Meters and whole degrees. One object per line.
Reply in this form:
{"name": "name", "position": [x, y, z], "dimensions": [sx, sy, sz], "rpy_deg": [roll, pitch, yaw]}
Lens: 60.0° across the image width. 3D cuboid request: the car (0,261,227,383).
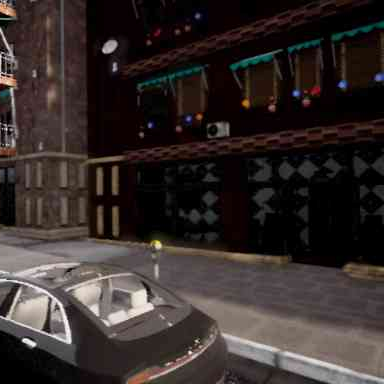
{"name": "car", "position": [-1.695, 1.554, 4.098], "dimensions": [4.403, 1.369, 2.008], "rpy_deg": [0, -1, 36]}
